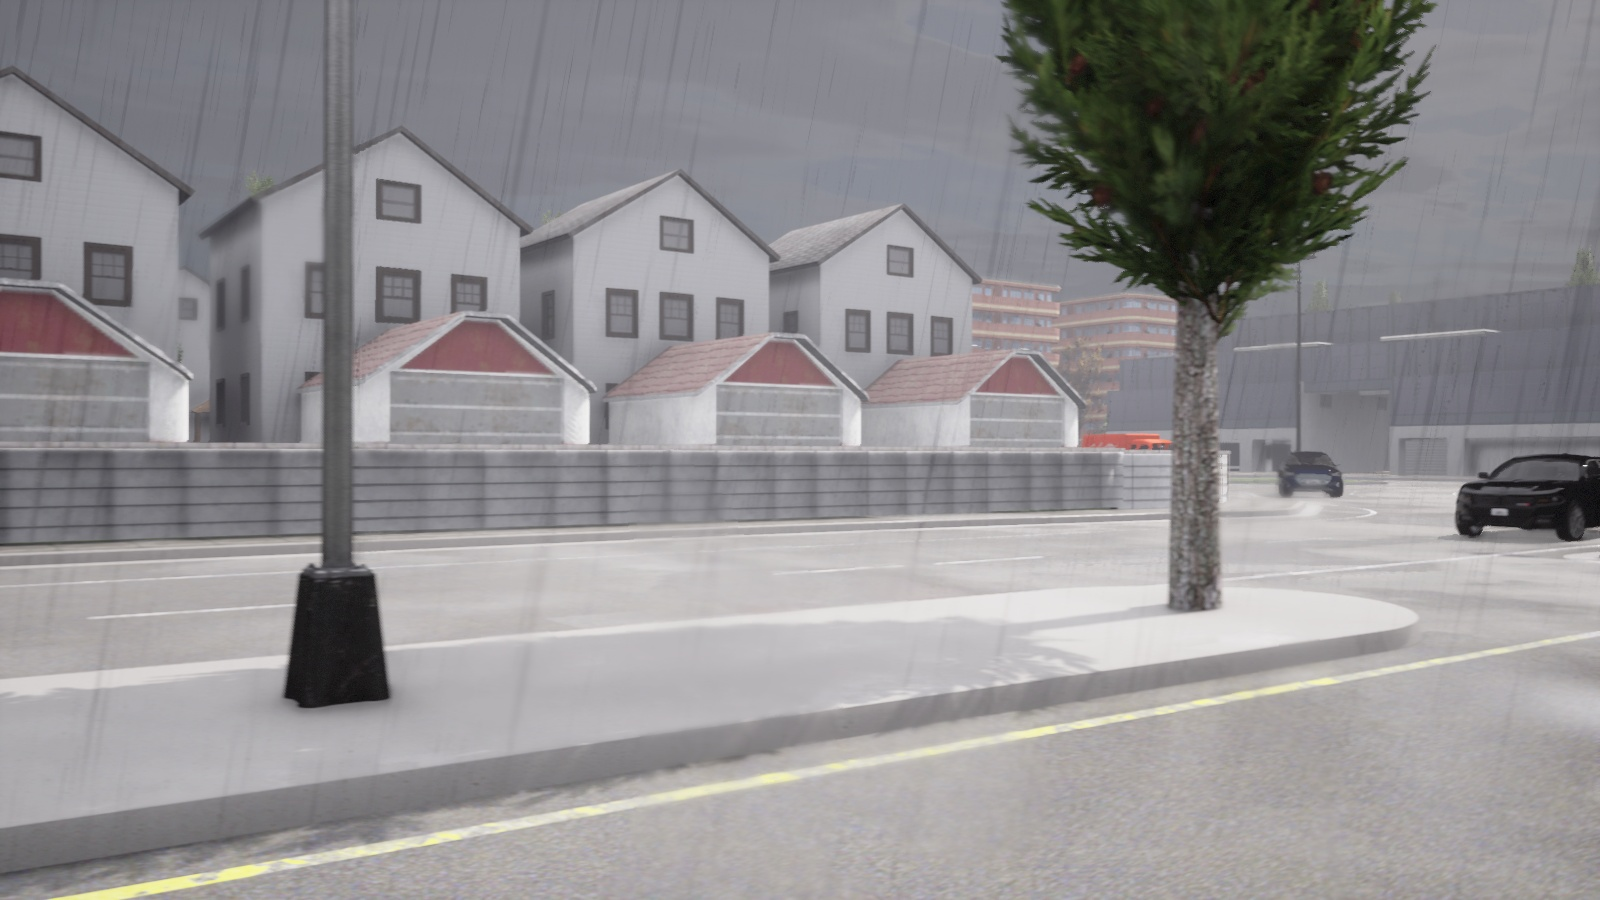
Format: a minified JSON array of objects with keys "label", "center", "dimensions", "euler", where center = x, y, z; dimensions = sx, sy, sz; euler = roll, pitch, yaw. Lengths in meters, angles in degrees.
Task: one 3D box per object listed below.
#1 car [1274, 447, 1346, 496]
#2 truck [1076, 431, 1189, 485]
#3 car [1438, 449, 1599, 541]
[{"label":"car","center":[18.098,0.746,44.763],"dimensions":[2.033,1.649,4.856],"euler":[0,0,18]},{"label":"truck","center":[16.086,0.371,61.046],"dimensions":[2.627,2.467,5.204],"euler":[0,0,-24]},{"label":"car","center":[13.838,0.750,23.247],"dimensions":[5.008,1.535,1.882],"euler":[0,0,-41]}]
